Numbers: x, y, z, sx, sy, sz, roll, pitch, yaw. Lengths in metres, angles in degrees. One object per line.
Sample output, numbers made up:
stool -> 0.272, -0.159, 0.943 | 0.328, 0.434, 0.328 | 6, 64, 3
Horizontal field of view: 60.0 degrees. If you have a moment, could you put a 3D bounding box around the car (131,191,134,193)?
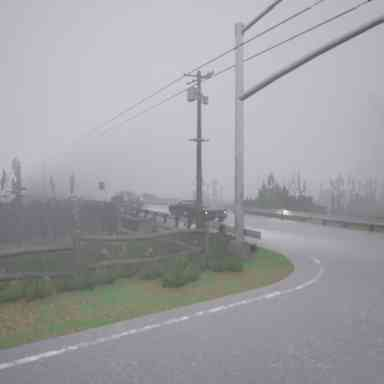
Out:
car -> -6.487, 0.667, 33.232 | 2.097, 1.767, 4.553 | 0, 0, -31

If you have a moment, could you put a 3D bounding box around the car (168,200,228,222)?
car -> 0.318, 1.243, 22.246 | 1.895, 1.301, 4.718 | 0, 3, -33
